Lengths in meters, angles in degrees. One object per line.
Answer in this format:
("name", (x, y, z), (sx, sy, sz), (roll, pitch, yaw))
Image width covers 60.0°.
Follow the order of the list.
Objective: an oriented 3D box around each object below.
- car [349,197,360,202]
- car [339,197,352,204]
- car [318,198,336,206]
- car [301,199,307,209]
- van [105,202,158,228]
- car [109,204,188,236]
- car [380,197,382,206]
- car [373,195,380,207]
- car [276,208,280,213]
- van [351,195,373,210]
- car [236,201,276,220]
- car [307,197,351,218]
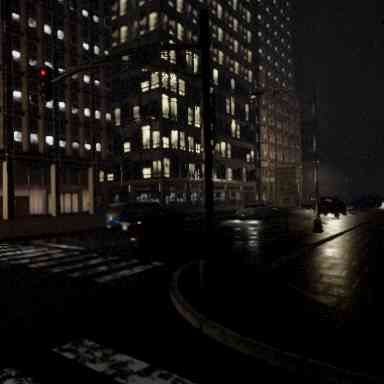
("car", (41.618, 1.951, 85.036), (1.802, 1.307, 4.206), (-2, -1, 36))
("car", (35.122, 1.900, 76.032), (2.008, 1.369, 4.403), (-2, -1, 36))
("car", (25.380, 1.872, 62.527), (2.008, 1.369, 4.403), (-2, -1, 36))
("car", (17.773, 1.765, 47.383), (2.033, 1.411, 5.357), (-2, -1, 36))
("van", (-3.853, 1.597, 22.015), (1.690, 1.788, 3.998), (-2, -1, 36))
("car", (-2.190, 1.671, 19.882), (2.128, 1.511, 4.902), (-2, -1, 36))
("car", (28.921, 1.384, 53.130), (2.192, 1.841, 5.009), (-2, -1, 36))
("car", (25.679, 1.611, 48.623), (2.008, 1.369, 4.403), (-2, -1, 36))
("car", (9.042, 1.807, 39.881), (1.752, 1.417, 4.829), (-2, -1, 36))
("van", (22.426, 1.393, 44.126), (1.690, 1.788, 3.998), (-2, -1, 36))
("car", (5.765, 1.722, 30.887), (1.812, 1.442, 4.674), (-2, -1, 35))
("car", (12.684, 1.346, 30.621), (2.192, 1.841, 5.009), (-2, -1, 36))
